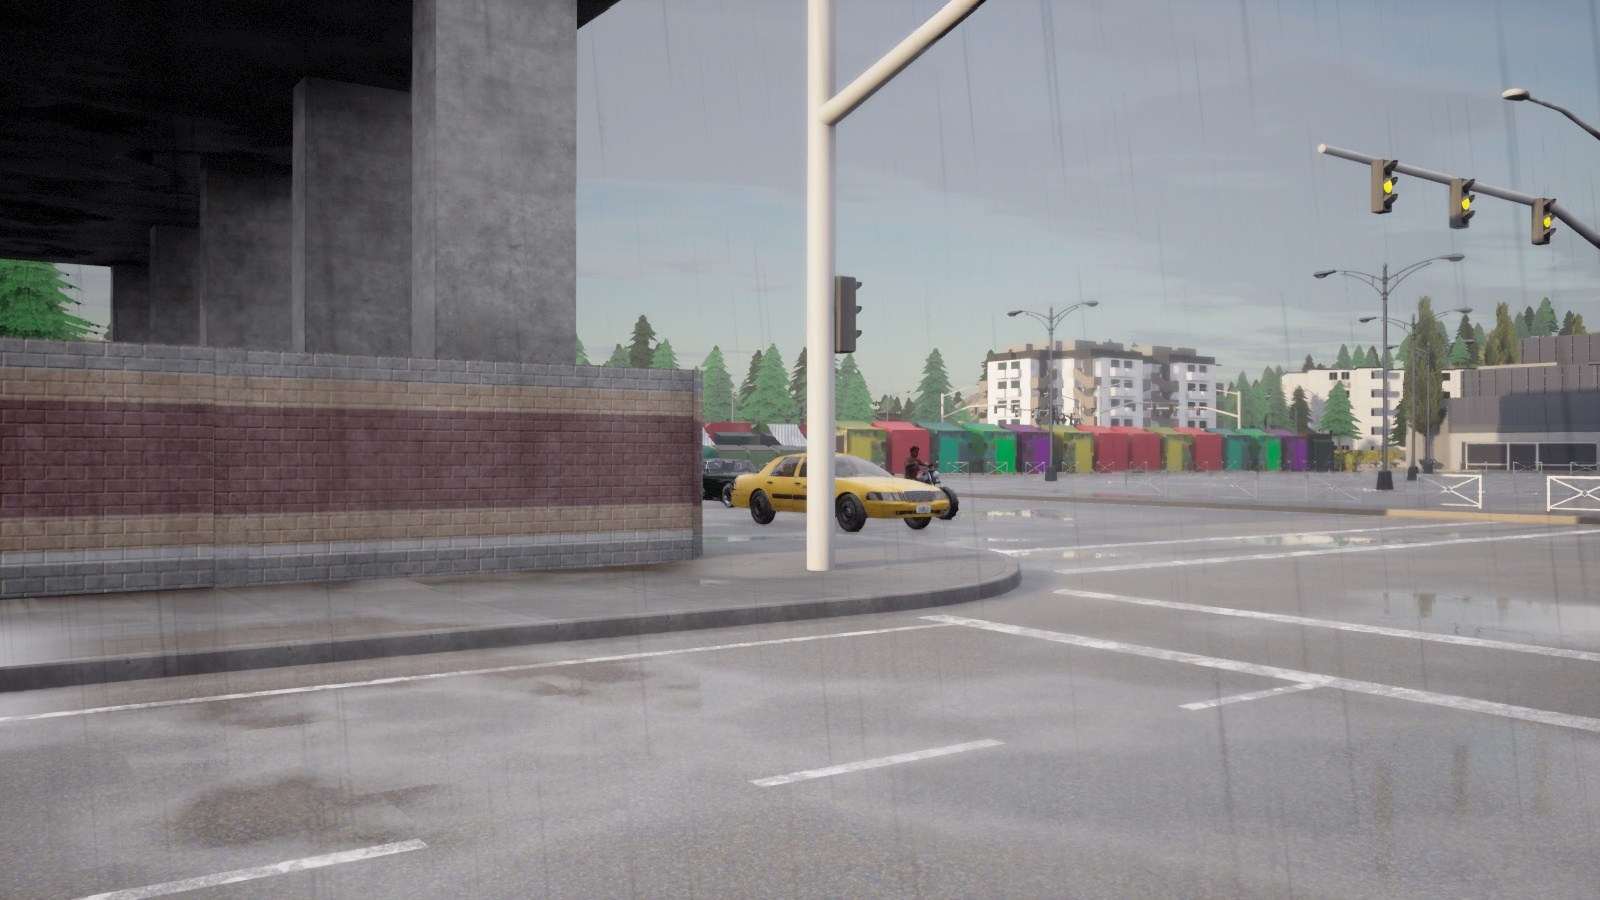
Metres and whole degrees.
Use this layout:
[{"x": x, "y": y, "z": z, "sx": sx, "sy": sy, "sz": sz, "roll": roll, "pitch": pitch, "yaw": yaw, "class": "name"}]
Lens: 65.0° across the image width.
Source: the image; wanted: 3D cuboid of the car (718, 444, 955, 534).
[{"x": 0.561, "y": 0.688, "z": 24.736, "sx": 1.801, "sy": 1.575, "sz": 5.366, "roll": 0, "pitch": 0, "yaw": -35, "class": "car"}]

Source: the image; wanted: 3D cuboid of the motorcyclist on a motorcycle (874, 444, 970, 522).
[{"x": 2.673, "y": 0.702, "z": 27.821, "sx": 0.766, "sy": 1.649, "sz": 2.350, "roll": 0, "pitch": 0, "yaw": -35, "class": "motorcyclist on a motorcycle"}]

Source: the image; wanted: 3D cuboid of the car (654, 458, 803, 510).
[{"x": -2.041, "y": 0.879, "z": 34.541, "sx": 1.895, "sy": 1.301, "sz": 4.718, "roll": 0, "pitch": 0, "yaw": -35, "class": "car"}]
